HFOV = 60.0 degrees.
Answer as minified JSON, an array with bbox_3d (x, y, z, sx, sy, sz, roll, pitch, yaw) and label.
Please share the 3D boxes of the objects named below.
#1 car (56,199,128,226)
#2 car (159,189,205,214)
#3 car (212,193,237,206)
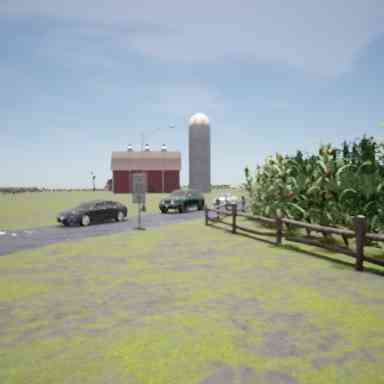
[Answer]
[{"bbox_3d":[-6.166,1.246,21.044,1.837,1.490,4.892,-1,1,32],"label":"car"},{"bbox_3d":[-0.773,0.780,30.173,2.150,2.045,5.566,-1,1,29],"label":"car"},{"bbox_3d":[3.941,0.906,39.242,1.812,1.442,4.674,0,1,26],"label":"car"}]
